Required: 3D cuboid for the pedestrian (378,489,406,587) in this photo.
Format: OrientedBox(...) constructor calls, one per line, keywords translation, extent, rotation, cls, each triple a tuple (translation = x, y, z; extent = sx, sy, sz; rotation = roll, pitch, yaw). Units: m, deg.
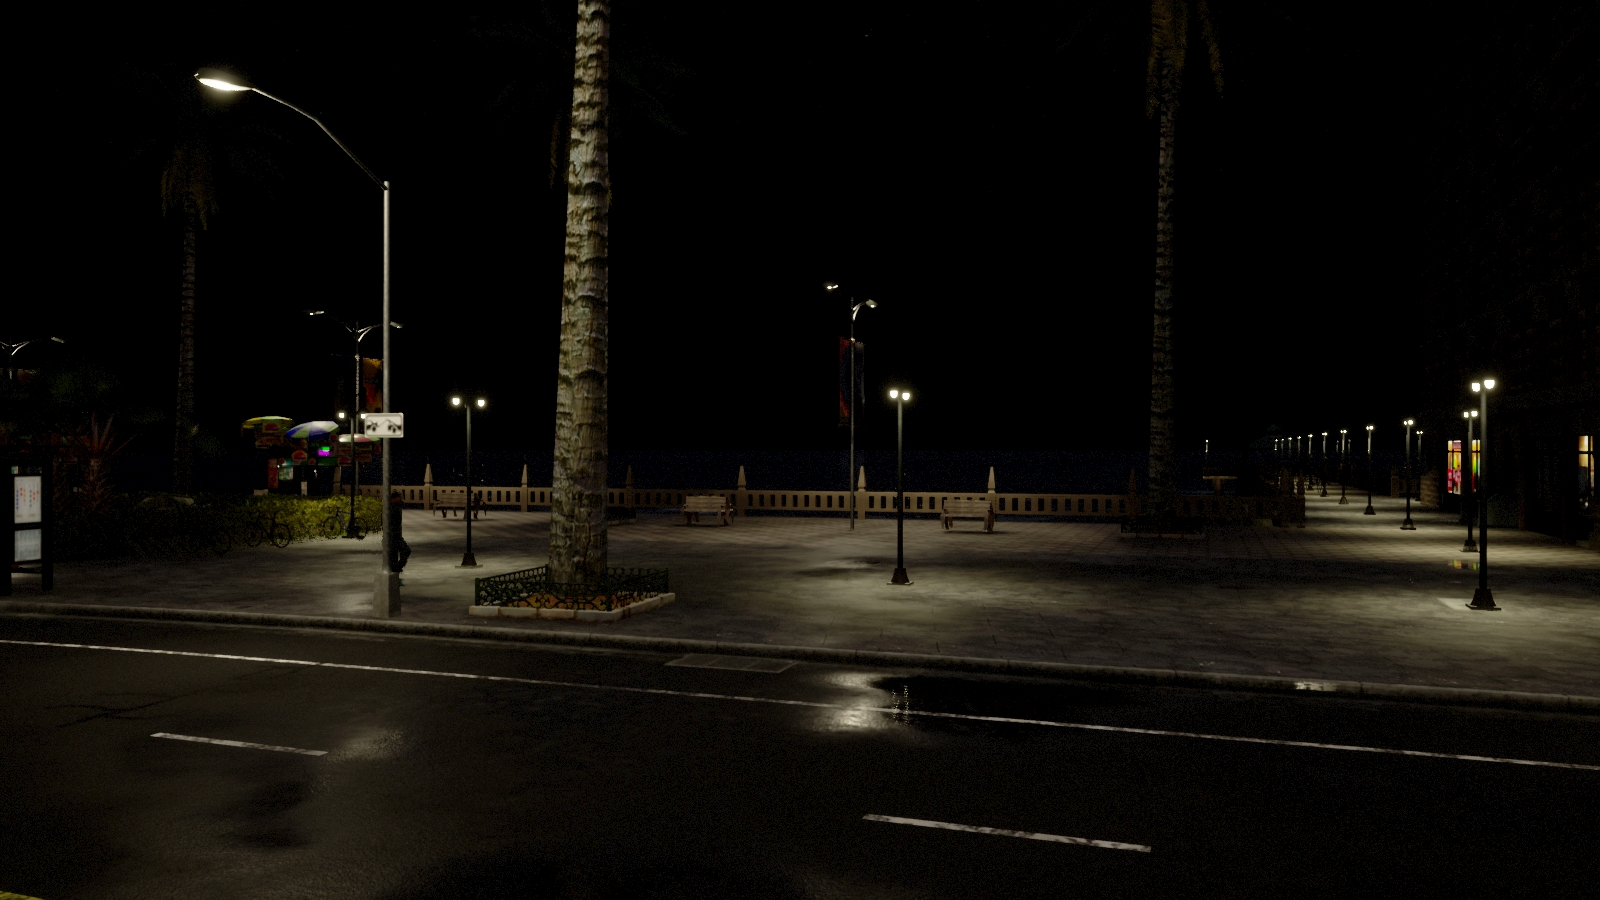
OrientedBox(translation=(-7.897, 1.698, 22.129), extent=(0.375, 1.860, 0.375), rotation=(0, 0, 13), cls="pedestrian")
